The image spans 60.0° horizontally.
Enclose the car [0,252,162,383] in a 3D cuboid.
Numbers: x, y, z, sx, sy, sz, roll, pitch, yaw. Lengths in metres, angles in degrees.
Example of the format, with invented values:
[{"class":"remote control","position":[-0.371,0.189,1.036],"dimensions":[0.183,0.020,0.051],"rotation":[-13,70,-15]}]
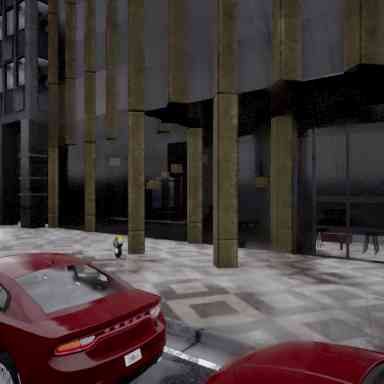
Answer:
[{"class":"car","position":[-2.414,1.545,4.678],"dimensions":[4.507,1.381,1.887],"rotation":[0,0,35]}]

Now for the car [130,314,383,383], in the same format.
[{"class":"car","position":[2.016,1.545,1.525],"dimensions":[4.507,1.381,1.887],"rotation":[0,0,35]}]
